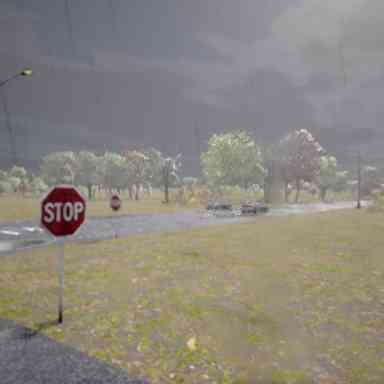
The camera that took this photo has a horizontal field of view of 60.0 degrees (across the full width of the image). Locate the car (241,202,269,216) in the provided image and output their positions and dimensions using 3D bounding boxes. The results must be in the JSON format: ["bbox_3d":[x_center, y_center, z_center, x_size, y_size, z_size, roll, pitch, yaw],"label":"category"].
[{"bbox_3d":[7.647,1.982,39.916,2.128,1.511,4.902,1,0,36],"label":"car"}]

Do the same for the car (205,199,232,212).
[{"bbox_3d":[3.704,1.740,46.404,2.097,1.767,4.553,1,-1,36],"label":"car"}]
